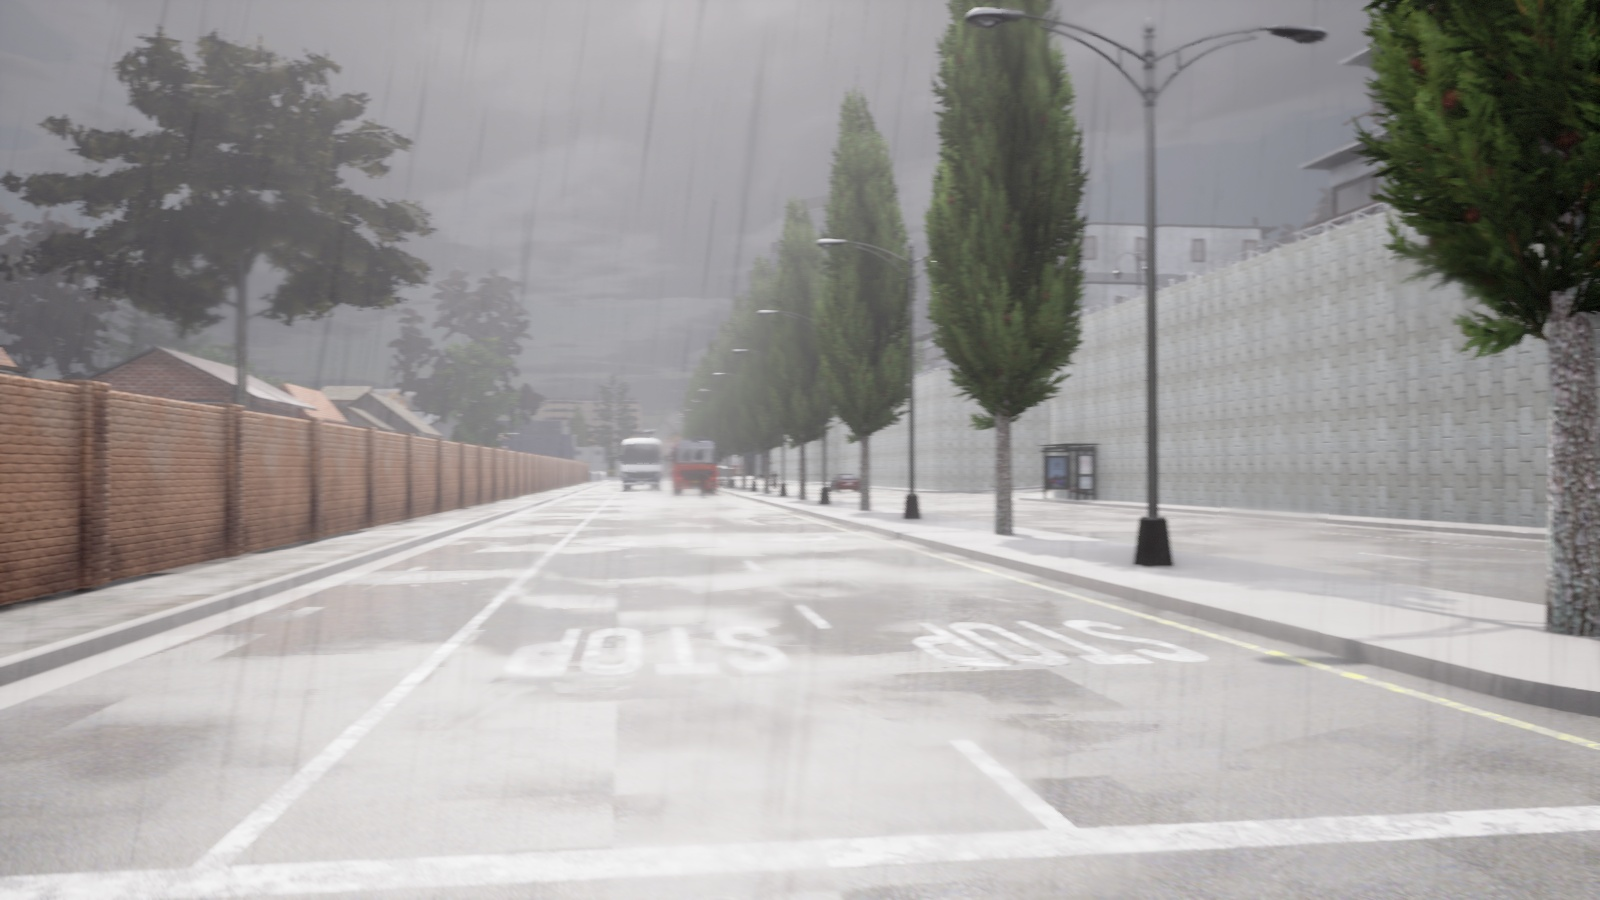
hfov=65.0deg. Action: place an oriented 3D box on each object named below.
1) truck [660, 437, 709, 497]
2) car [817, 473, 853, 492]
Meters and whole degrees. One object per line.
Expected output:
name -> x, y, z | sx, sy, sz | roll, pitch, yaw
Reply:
truck -> -7.888, 1.147, 84.933 | 2.891, 3.827, 8.468 | 0, -1, -8
car -> 2.568, 2.411, 93.496 | 1.994, 1.385, 4.181 | 0, -1, -8
